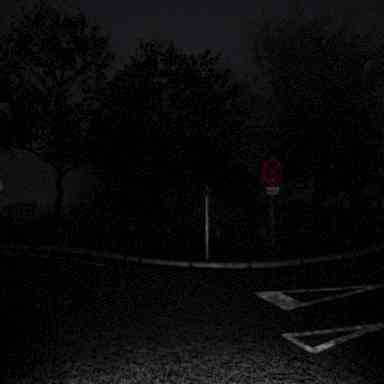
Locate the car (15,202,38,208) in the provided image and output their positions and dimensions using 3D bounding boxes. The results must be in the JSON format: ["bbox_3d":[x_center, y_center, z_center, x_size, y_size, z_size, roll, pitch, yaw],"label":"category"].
[{"bbox_3d":[-39.504,3.094,79.657,4.792,1.488,2.163,-1,-1,-24],"label":"car"}]

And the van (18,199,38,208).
[{"bbox_3d":[-40.508,2.885,82.306,4.442,1.987,1.878,-1,-1,-24],"label":"van"}]

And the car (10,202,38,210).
[{"bbox_3d":[-34.943,2.872,69.317,5.008,1.535,2.097,-1,-1,-24],"label":"car"}]

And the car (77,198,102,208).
[{"bbox_3d":[-20.113,2.471,66.660,4.553,1.767,2.185,-1,0,-24],"label":"car"}]

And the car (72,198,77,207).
[{"bbox_3d":[-22.404,2.458,71.968,5.566,2.045,2.435,-1,-1,-24],"label":"car"}]

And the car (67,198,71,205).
[{"bbox_3d":[-30.313,3.047,90.075,5.008,1.535,2.097,-1,-1,-24],"label":"car"}]

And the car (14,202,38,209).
[{"bbox_3d":[-37.209,3.010,74.492,4.674,1.452,2.002,-1,-1,-24],"label":"car"}]

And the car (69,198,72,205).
[{"bbox_3d":[-28.004,2.950,84.787,5.008,1.535,2.097,-1,-1,-24],"label":"car"}]

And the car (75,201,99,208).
[{"bbox_3d":[-23.453,2.759,74.451,4.892,1.521,2.231,-1,-1,-24],"label":"car"}]

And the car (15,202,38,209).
[{"bbox_3d":[-38.339,3.057,77.082,4.674,1.452,2.002,-1,-1,-24],"label":"car"}]

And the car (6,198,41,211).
[{"bbox_3d":[-32.698,2.519,64.136,5.566,2.045,2.435,-1,-1,-24],"label":"car"}]

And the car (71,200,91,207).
[{"bbox_3d":[-29.106,3.027,87.386,4.792,1.488,2.163,-1,-1,-24],"label":"car"}]
